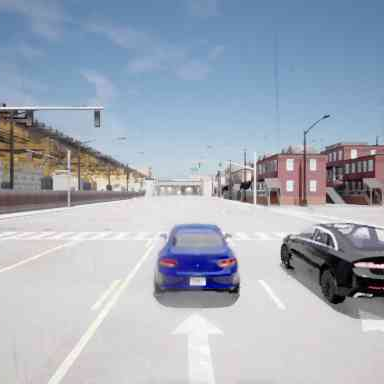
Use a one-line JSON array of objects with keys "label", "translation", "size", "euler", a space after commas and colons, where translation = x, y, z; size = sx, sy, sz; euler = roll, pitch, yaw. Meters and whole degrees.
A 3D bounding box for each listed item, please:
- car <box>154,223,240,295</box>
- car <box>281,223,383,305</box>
[{"label": "car", "translation": [0.104, 1.526, 8.631], "size": [1.812, 1.442, 4.674], "euler": [0, 0, 0]}, {"label": "car", "translation": [3.606, 1.494, 8.080], "size": [2.128, 1.511, 4.902], "euler": [0, 0, -1]}]
